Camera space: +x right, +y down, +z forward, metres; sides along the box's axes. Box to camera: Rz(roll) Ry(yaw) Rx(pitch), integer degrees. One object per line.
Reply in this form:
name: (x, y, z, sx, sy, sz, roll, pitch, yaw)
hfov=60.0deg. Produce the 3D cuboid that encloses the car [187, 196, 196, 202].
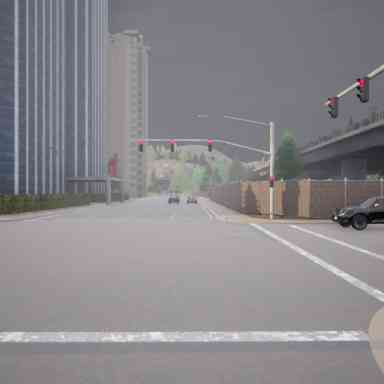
car: (-0.110, 1.595, 74.558, 1.895, 1.301, 4.718, 0, 0, 0)

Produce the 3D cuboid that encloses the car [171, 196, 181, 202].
car: (-3.609, 1.540, 74.416, 2.033, 1.411, 5.357, 0, 0, 0)

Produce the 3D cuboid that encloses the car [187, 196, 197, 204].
car: (0.004, 1.564, 64.595, 1.994, 1.385, 4.181, 0, 0, 0)

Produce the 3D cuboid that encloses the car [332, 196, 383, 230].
car: (11.814, 1.277, 20.931, 5.566, 2.045, 2.150, 0, 0, 0)

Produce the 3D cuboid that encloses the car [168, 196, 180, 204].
car: (-3.497, 1.478, 64.199, 1.882, 1.535, 5.008, 0, 0, 0)
